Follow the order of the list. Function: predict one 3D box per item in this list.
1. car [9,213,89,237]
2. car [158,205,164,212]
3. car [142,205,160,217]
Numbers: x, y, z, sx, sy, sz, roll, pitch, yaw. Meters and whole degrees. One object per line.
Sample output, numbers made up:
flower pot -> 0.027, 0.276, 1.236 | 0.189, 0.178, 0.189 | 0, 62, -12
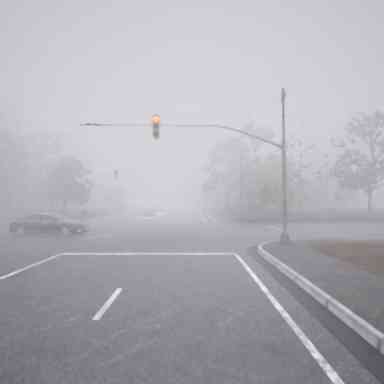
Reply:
car -> -9.073, 2.105, 21.313 | 4.892, 1.490, 1.837 | 0, -2, 5
car -> -6.982, 3.455, 70.730 | 2.128, 1.511, 4.902 | 0, 0, 0
car -> -7.048, 3.430, 55.665 | 1.994, 1.385, 4.181 | 0, -1, 0
